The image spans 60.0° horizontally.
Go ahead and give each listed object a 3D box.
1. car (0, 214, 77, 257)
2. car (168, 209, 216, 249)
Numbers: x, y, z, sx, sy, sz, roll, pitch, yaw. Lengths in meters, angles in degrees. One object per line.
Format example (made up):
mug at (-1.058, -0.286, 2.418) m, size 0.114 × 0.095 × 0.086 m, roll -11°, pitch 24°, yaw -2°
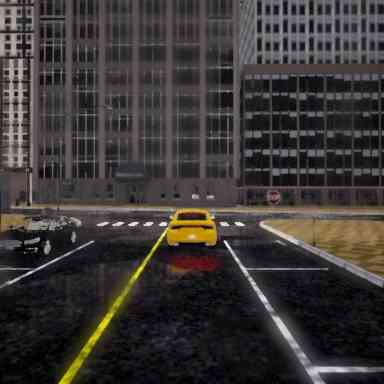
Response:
car at (-5.811, 1.553, 12.832) m, size 2.008 × 1.369 × 4.403 m, roll 1°, pitch 0°, yaw 0°
car at (0.001, 1.488, 14.649) m, size 1.882 × 1.535 × 5.008 m, roll 0°, pitch 0°, yaw 0°
